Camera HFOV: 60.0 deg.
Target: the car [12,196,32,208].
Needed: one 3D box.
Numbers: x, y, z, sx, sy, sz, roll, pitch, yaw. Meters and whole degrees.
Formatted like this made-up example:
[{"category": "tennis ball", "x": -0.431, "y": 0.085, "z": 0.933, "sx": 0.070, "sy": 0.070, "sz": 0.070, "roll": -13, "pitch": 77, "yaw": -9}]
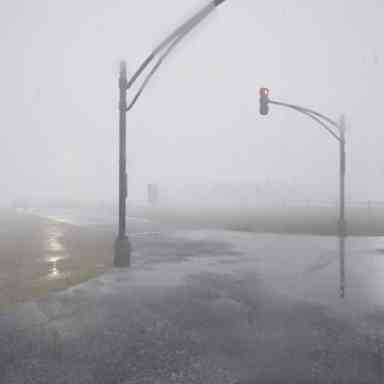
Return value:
[{"category": "car", "x": -26.096, "y": 1.450, "z": 51.039, "sx": 2.097, "sy": 1.767, "sz": 4.553, "roll": 0, "pitch": 0, "yaw": -36}]
